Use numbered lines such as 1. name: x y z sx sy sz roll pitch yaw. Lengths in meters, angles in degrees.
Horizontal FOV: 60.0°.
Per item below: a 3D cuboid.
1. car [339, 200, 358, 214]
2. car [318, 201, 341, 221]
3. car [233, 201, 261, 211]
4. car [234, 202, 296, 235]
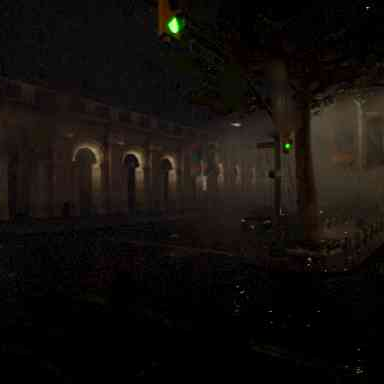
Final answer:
1. car: 16.379 1.528 35.402 2.033 1.411 5.357 0 0 36
2. car: 10.344 1.582 27.097 1.895 1.301 4.718 0 0 36
3. car: 5.843 1.561 32.218 1.895 1.301 4.718 0 0 36
4. car: 4.485 1.508 18.994 1.812 1.442 4.674 0 0 36
